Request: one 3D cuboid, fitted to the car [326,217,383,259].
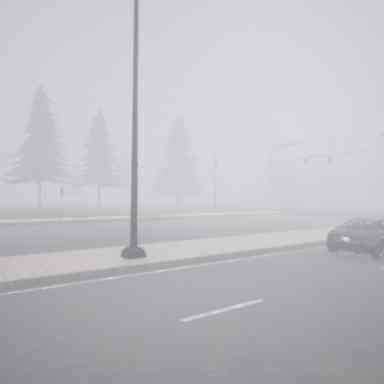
[{"bbox_3d":[7.265,1.708,13.326,4.181,1.385,1.994,1,0,-35],"label":"car"}]
